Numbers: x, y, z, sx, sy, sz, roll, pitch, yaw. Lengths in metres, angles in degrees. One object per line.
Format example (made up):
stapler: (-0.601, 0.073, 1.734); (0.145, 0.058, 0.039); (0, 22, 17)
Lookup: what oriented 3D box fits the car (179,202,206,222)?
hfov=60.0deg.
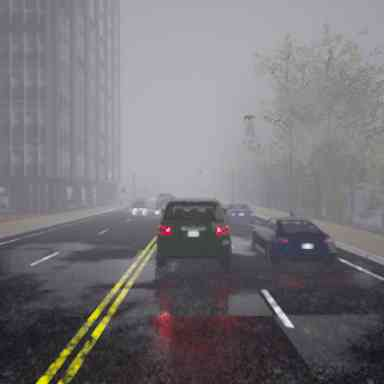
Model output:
car: (0.055, 1.528, 26.380); (1.895, 1.301, 4.718); (0, 0, 0)

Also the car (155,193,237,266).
car: (0.060, 1.190, 11.497); (2.150, 2.045, 5.566); (0, 0, 0)

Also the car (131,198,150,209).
car: (-6.601, 1.447, 43.107); (1.994, 1.385, 4.181); (0, 0, 0)

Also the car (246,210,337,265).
car: (3.312, 1.530, 11.506); (1.994, 1.385, 4.181); (0, 0, 0)

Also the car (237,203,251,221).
car: (3.287, 1.481, 24.080); (2.033, 1.411, 5.357); (0, 0, 1)

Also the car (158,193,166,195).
car: (-3.356, 1.108, 42.012); (2.150, 2.045, 5.566); (0, 0, 0)
